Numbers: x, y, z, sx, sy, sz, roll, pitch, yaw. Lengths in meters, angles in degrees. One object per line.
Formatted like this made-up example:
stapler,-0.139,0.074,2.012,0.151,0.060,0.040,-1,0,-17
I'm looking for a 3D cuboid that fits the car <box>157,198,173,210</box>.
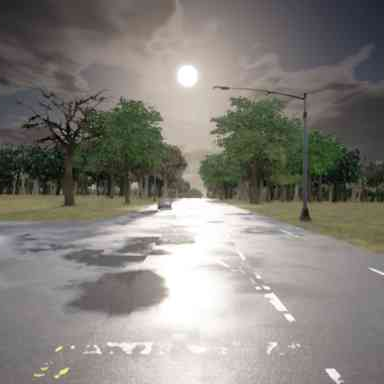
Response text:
car,-3.554,1.589,44.316,1.837,1.490,4.892,0,0,0
